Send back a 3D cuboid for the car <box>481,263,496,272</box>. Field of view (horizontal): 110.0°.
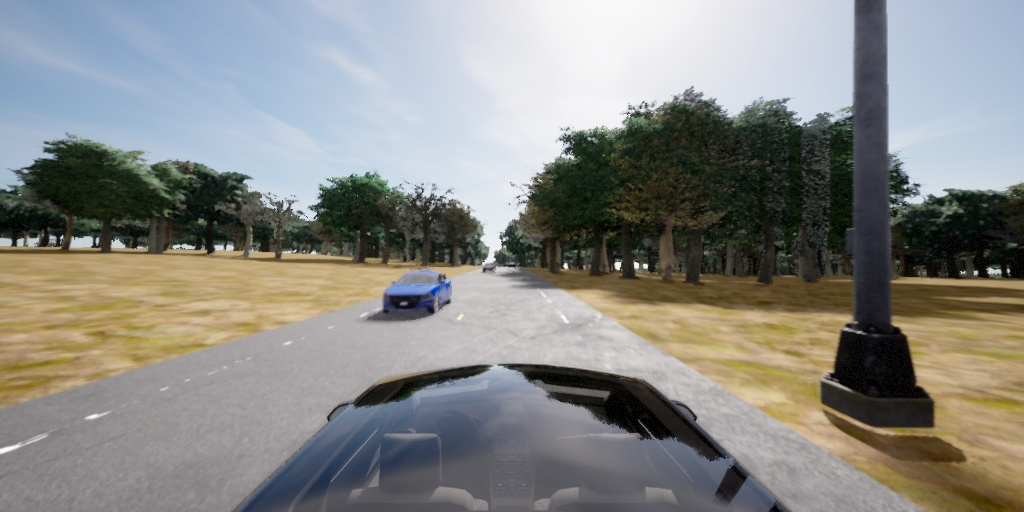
[{"bbox_3d":[-3.647,1.793,56.279,1.837,1.490,4.892,0,-1,0],"label":"car"}]

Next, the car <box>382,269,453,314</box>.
[{"bbox_3d":[-3.603,1.328,14.449,1.882,1.535,5.008,0,0,0],"label":"car"}]
